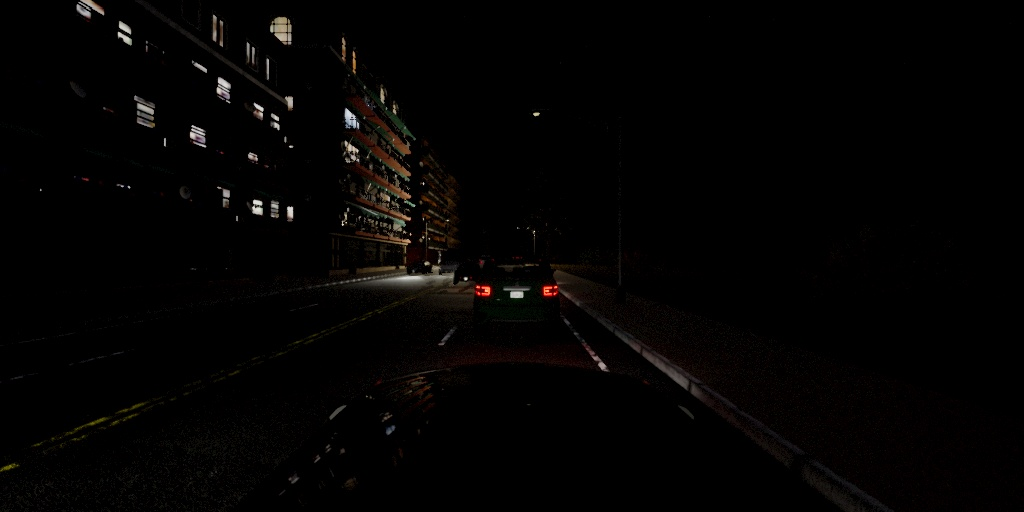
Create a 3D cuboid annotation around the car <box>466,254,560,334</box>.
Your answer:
[{"bbox_3d":[0.130,0.973,10.811,2.150,2.045,5.566,0,0,0],"label":"car"}]

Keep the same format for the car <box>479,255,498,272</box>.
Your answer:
[{"bbox_3d":[-2.965,0.968,46.437,2.150,2.045,5.566,0,-1,0],"label":"car"}]

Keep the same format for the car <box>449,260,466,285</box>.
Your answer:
[{"bbox_3d":[-3.054,1.257,26.196,1.837,1.490,4.892,0,0,0],"label":"car"}]

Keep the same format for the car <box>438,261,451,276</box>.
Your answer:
[{"bbox_3d":[-6.460,1.277,37.668,1.812,1.442,4.674,0,0,0],"label":"car"}]

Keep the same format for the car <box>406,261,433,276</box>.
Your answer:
[{"bbox_3d":[-9.709,1.243,37.869,2.128,1.511,4.902,0,0,0],"label":"car"}]
